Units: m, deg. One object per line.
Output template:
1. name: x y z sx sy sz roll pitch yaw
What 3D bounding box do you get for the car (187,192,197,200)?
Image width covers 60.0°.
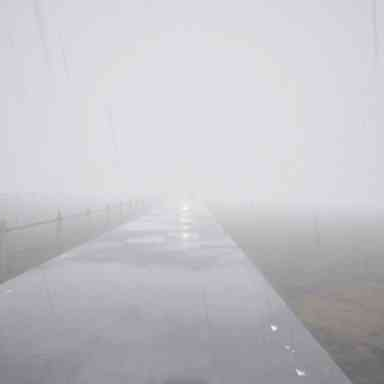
1. car: 0.024 0.780 69.332 2.128 1.511 4.902 0 1 0

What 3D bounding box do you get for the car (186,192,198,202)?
1. car: 0.005 1.048 59.324 1.812 1.442 4.674 0 1 0
